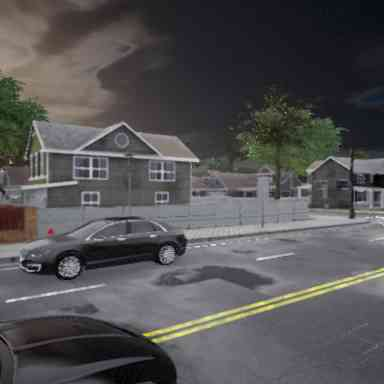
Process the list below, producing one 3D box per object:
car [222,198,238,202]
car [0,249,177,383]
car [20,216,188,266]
[{"bbox_3d":[5.210,1.570,43.595,2.128,1.511,4.902,0,0,-35],"label":"car"},{"bbox_3d":[-2.371,1.476,1.750,5.008,1.535,1.882,0,0,-35],"label":"car"},{"bbox_3d":[-2.403,1.510,9.949,4.892,1.490,1.837,1,0,-35],"label":"car"}]
